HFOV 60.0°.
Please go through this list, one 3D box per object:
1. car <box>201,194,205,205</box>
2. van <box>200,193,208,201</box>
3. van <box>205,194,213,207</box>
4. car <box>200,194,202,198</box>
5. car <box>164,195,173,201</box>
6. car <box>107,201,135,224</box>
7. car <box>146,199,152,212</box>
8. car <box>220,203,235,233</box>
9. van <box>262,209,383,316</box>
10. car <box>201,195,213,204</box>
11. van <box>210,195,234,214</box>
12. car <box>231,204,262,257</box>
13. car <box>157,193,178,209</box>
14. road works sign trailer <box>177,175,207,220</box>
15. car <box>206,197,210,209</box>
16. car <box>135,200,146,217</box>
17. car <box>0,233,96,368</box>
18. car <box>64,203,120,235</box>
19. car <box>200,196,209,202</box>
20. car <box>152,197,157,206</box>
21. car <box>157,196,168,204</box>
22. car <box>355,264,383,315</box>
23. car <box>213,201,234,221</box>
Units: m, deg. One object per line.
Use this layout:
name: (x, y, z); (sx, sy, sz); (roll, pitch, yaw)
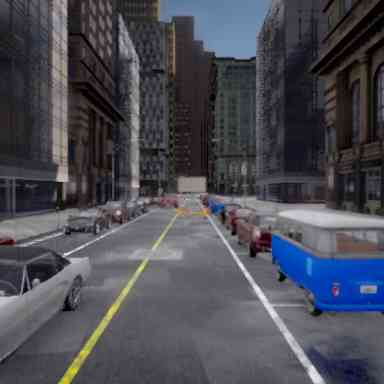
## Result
car: (2.855, 1.286, 46.764); (2.192, 1.841, 5.009); (0, 0, 0)
van: (2.860, 1.264, 80.657); (1.690, 1.788, 3.998); (0, 0, 0)
van: (2.855, 1.316, 41.115); (1.690, 1.788, 3.998); (0, 0, 0)
car: (2.857, 1.276, 58.061); (2.192, 1.841, 5.009); (0, 0, 0)
car: (-5.665, 1.489, 80.657); (1.947, 1.339, 4.313); (0, 0, 0)
car: (-5.671, 1.425, 24.167); (1.967, 1.590, 4.097); (0, 0, 0)
car: (-5.670, 1.560, 35.464); (1.802, 1.307, 4.206); (0, 0, 0)
car: (2.854, 1.532, 18.521); (1.887, 1.381, 4.507); (0, 0, 0)
van: (2.852, 1.336, 7.223); (1.690, 1.788, 3.998); (0, 0, 0)
car: (2.858, 1.393, 63.710); (1.967, 1.590, 4.097); (0, 0, 0)
van: (2.853, 1.322, 29.818); (1.690, 1.788, 3.998); (0, 0, 0)
car: (2.853, 1.431, 12.872); (1.967, 1.590, 4.097); (0, 0, 0)
car: (-3.083, 1.193, 46.051); (2.150, 2.045, 5.566); (0, 0, 0)
road works sign trailer: (0.004, 0.447, 27.060); (2.380, 3.560, 2.880); (0, 0, 0)
car: (2.855, 1.522, 35.467); (1.887, 1.381, 4.507); (0, 0, 0)
car: (-5.670, 1.532, 29.815); (2.008, 1.369, 4.403); (0, 0, 0)
car: (-3.100, 1.598, 4.931); (1.895, 1.301, 4.718); (0, 0, 0)
car: (-5.671, 1.539, 18.518); (2.008, 1.369, 4.403); (0, 0, 0)
car: (2.860, 1.517, 75.008); (1.802, 1.307, 4.206); (0, 0, 0)
car: (-5.668, 1.512, 52.411); (1.887, 1.381, 4.507); (0, 0, 0)
car: (-5.666, 1.536, 63.709); (1.802, 1.307, 4.206); (0, 0, 0)
car: (2.853, 1.543, 1.575); (1.887, 1.381, 4.507); (0, 0, 0)
car: (2.855, 1.550, 24.170); (1.947, 1.339, 4.313); (0, 0, 0)
